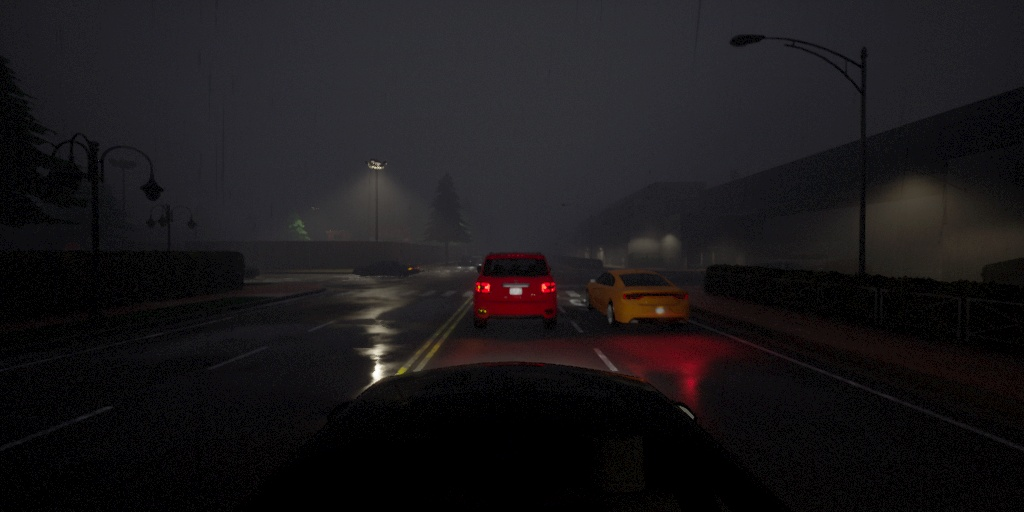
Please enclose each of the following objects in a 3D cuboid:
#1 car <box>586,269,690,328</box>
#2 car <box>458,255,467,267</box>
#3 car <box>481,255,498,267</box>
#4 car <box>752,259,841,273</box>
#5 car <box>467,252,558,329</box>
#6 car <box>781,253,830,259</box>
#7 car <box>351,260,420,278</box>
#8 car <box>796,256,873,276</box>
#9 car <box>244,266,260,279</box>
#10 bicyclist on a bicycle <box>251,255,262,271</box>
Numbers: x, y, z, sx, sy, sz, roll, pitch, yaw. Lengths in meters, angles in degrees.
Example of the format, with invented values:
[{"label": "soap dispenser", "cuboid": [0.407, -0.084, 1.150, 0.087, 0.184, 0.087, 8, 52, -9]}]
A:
[{"label": "car", "cuboid": [3.594, 1.149, 11.136, 1.882, 1.535, 5.008, 0, 0, 0]}, {"label": "car", "cuboid": [-6.751, 0.669, 53.450, 2.097, 1.767, 4.553, 0, 0, 1]}, {"label": "car", "cuboid": [-3.255, 0.672, 53.058, 2.097, 1.767, 4.553, 0, 0, 1]}, {"label": "car", "cuboid": [17.738, 1.114, 23.548, 5.357, 1.411, 2.033, 0, 0, 5]}, {"label": "car", "cuboid": [0.071, 0.894, 11.082, 2.150, 2.045, 5.566, 0, 1, 0]}, {"label": "car", "cuboid": [27.196, 0.700, 33.964, 5.566, 2.045, 2.150, 0, 0, 0]}, {"label": "car", "cuboid": [-10.496, 1.055, 29.927, 5.357, 1.411, 2.033, 0, 0, 7]}, {"label": "car", "cuboid": [27.615, 0.986, 30.464, 5.008, 1.535, 1.882, 0, 0, 0]}, {"label": "car", "cuboid": [-21.285, 1.005, 26.279, 5.008, 1.535, 1.882, 0, 0, 0]}, {"label": "bicyclist on a bicycle", "cuboid": [-25.137, 0.756, 35.269, 0.582, 1.620, 1.656, 0, 1, 0]}]
